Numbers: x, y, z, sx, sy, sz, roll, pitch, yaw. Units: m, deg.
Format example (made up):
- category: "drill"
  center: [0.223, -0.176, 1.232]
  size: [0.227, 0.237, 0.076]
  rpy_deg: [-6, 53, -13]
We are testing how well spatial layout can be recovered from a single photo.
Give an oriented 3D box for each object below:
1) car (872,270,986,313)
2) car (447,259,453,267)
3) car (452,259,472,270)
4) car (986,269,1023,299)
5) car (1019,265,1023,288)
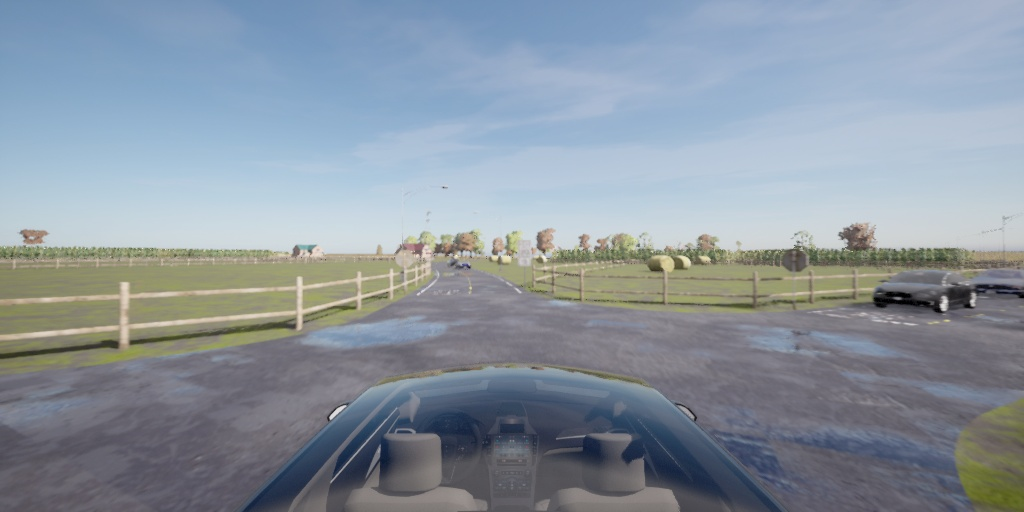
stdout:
- category: "car"
  center: [16.537, 1.339, 14.362]
  size: [4.892, 1.490, 1.837]
  rpy_deg: [0, 0, -25]
- category: "car"
  center: [-10.385, 1.256, 64.035]
  size: [1.837, 1.490, 4.892]
  rpy_deg: [0, 0, -19]
- category: "car"
  center: [-7.425, 1.357, 54.403]
  size: [1.895, 1.301, 4.718]
  rpy_deg: [0, 0, -17]
- category: "car"
  center: [26.138, 1.414, 18.992]
  size: [5.357, 1.411, 2.033]
  rpy_deg: [0, 0, -27]
- category: "car"
  center: [37.678, 1.385, 25.153]
  size: [5.008, 1.535, 1.882]
  rpy_deg: [0, 0, -29]
